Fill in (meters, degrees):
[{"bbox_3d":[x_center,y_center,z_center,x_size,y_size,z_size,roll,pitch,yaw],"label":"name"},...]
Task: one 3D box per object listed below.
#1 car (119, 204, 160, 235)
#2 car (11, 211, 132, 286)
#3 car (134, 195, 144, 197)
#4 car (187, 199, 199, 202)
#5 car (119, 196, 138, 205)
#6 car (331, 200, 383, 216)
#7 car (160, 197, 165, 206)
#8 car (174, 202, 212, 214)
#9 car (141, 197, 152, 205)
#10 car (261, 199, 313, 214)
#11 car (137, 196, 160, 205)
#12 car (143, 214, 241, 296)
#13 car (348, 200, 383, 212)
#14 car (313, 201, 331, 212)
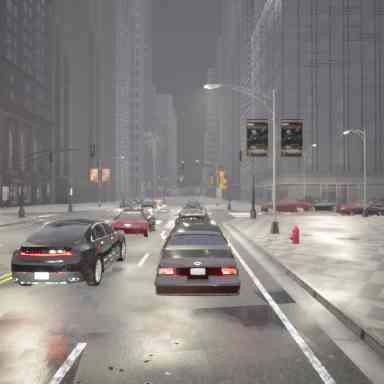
[{"bbox_3d":[-3.138,1.600,18.293,1.994,1.385,4.181,0,0,0],"label":"car"},{"bbox_3d":[-3.144,1.515,9.392,1.837,1.490,4.892,0,0,0],"label":"car"},{"bbox_3d":[-9.775,1.518,60.794,2.150,2.045,5.566,0,0,0],"label":"car"},{"bbox_3d":[0.147,1.783,49.695,1.994,1.385,4.181,0,0,0],"label":"car"},{"bbox_3d":[-9.840,1.731,50.775,1.837,1.490,4.892,0,0,-2],"label":"car"},{"bbox_3d":[15.336,1.576,30.266,4.206,1.307,1.802,0,0,-1],"label":"car"},{"bbox_3d":[-6.528,1.644,60.168,2.097,1.767,4.553,0,0,0],"label":"car"},{"bbox_3d":[0.059,1.542,18.545,1.837,1.490,4.892,0,0,1],"label":"car"},{"bbox_3d":[-9.701,1.901,71.141,1.812,1.442,4.674,0,0,0],"label":"car"},{"bbox_3d":[9.988,1.560,36.124,5.008,1.535,1.882,0,-1,3],"label":"car"},{"bbox_3d":[-6.559,1.775,50.886,2.033,1.411,5.357,0,0,0],"label":"car"},{"bbox_3d":[0.112,1.557,8.806,2.033,1.411,5.357,0,0,0],"label":"car"},{"bbox_3d":[20.852,1.641,38.873,4.313,1.339,1.947,0,0,-1],"label":"car"},{"bbox_3d":[15.212,1.660,38.789,4.313,1.339,1.947,0,0,-1],"label":"car"}]
